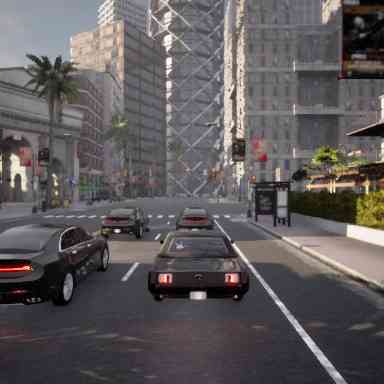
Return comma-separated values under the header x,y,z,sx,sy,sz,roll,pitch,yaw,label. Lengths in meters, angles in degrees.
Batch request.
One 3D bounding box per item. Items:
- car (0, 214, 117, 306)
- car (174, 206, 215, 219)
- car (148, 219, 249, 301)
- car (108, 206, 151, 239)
x,y,z,sx,sy,sz,roll,pitch,yaw,label
-3.370,1.505,8.027,1.837,1.490,4.892,0,0,0,car
0.137,1.505,17.548,1.837,1.490,4.892,0,0,0,car
0.122,1.601,8.285,1.895,1.301,4.718,0,0,0,car
-3.362,1.505,17.433,1.837,1.490,4.892,0,0,0,car
